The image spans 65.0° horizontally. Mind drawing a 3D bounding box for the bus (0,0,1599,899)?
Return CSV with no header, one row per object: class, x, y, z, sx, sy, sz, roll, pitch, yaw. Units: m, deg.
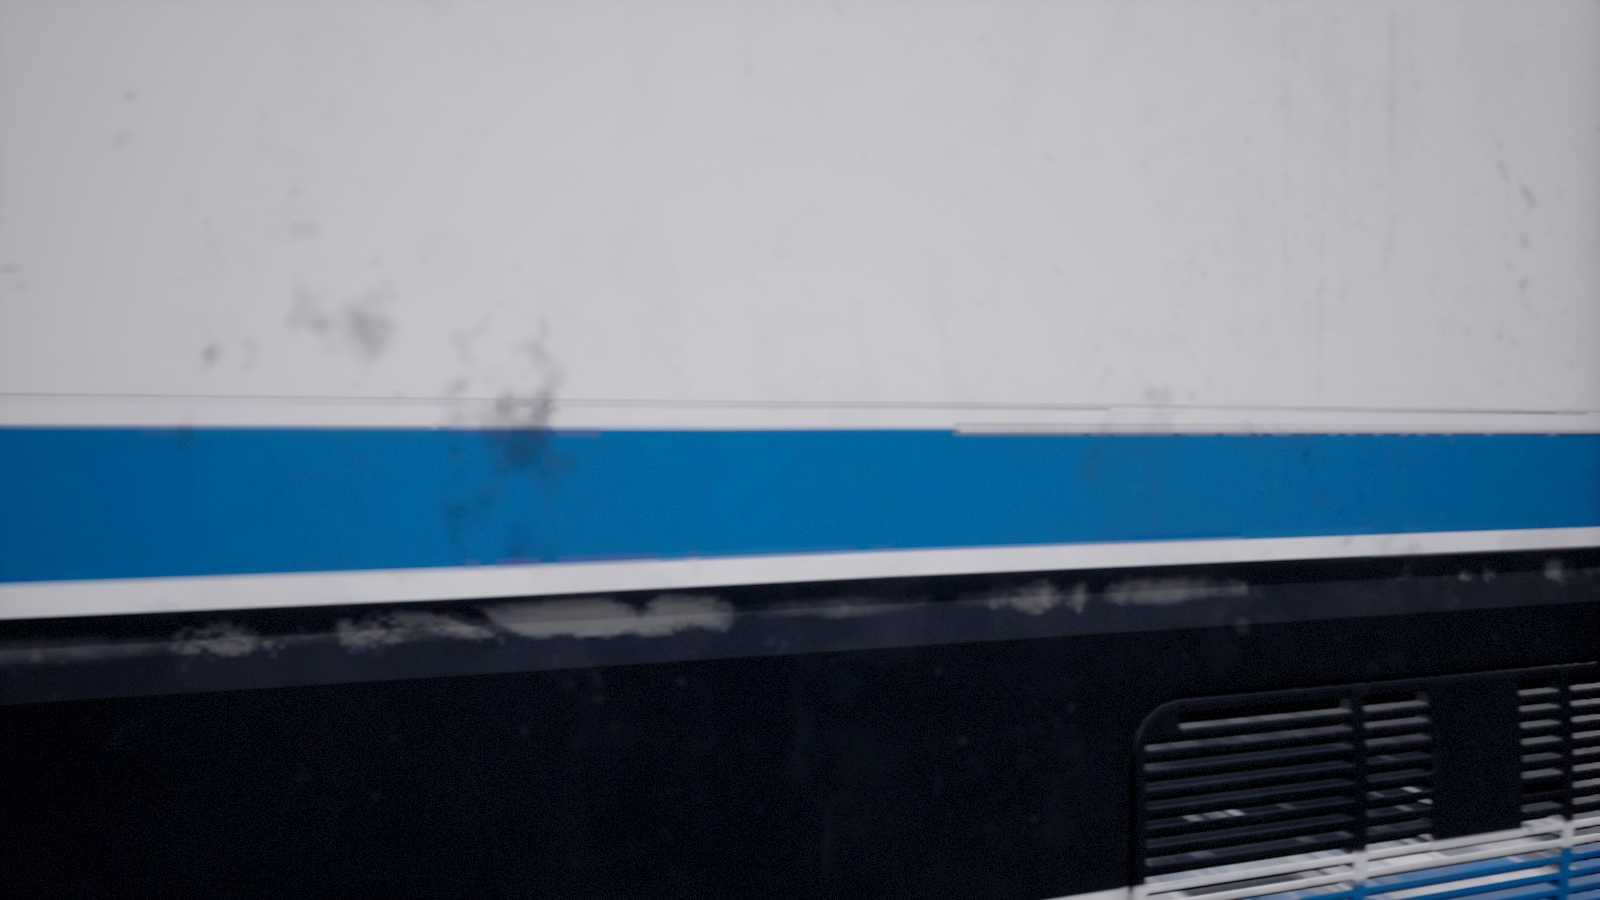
bus,-0.250,-0.627,3.125,10.273,4.253,3.944,-1,1,-21
